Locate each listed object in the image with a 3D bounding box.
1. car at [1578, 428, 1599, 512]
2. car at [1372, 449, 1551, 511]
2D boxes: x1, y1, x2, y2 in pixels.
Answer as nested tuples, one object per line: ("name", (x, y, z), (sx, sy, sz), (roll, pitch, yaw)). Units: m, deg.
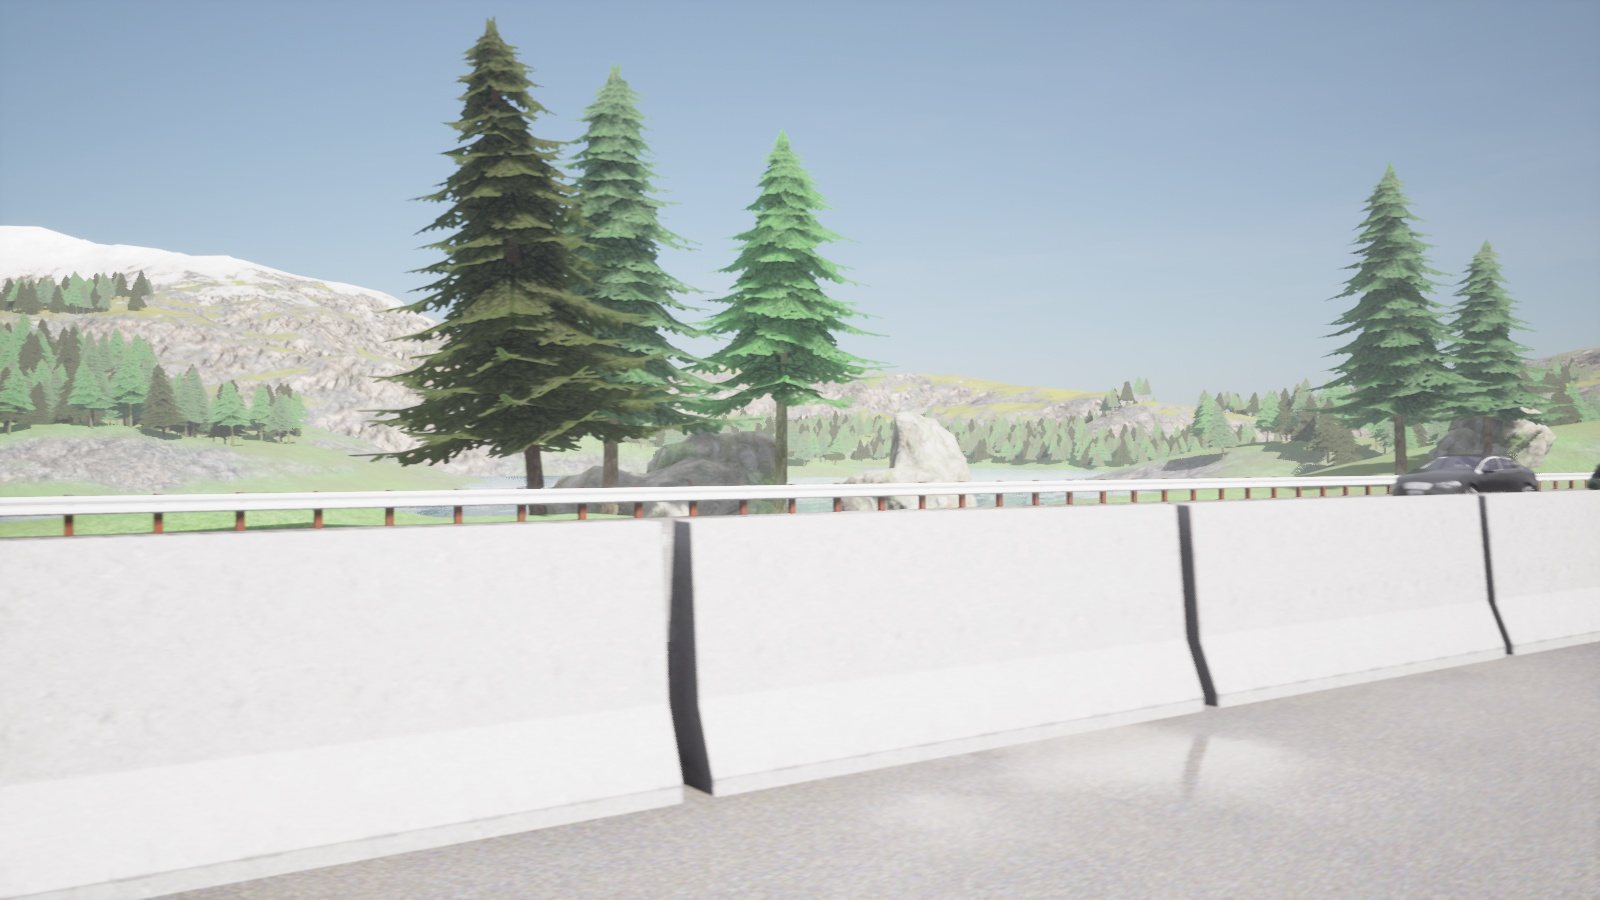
("car", (22.281, 0.490, 32.012), (5.566, 2.045, 2.150), (0, 0, -35))
("car", (17.323, 0.741, 32.815), (4.902, 1.511, 2.128), (0, 0, -35))
